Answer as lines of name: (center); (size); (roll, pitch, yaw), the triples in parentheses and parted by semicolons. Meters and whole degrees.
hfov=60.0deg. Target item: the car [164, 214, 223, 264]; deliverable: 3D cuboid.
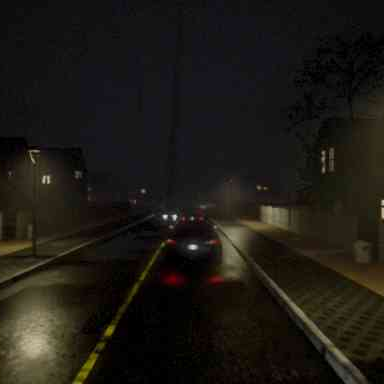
car: (0.047, 1.730, 12.478); (1.994, 1.385, 4.181); (0, -1, 0)

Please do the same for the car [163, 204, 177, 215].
car: (-2.773, 2.262, 44.334); (2.033, 1.411, 5.357); (0, -1, 1)

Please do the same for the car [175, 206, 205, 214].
car: (0.025, 1.925, 25.184); (2.033, 1.411, 5.357); (0, -1, 0)
